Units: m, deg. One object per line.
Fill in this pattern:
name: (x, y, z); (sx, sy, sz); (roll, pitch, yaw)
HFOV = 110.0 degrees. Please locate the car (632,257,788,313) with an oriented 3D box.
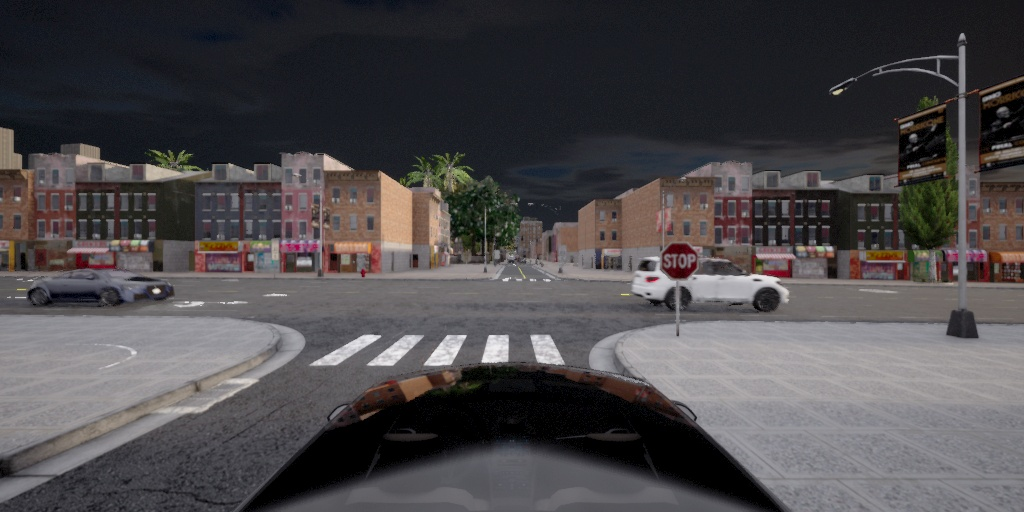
car: (7.673, 1.065, 14.264); (5.566, 2.045, 2.150); (1, 0, 0)

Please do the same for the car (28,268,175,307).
car: (-16.056, 1.190, 14.167); (4.181, 1.385, 1.994); (1, 0, 0)
